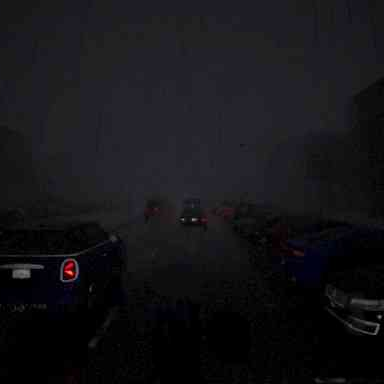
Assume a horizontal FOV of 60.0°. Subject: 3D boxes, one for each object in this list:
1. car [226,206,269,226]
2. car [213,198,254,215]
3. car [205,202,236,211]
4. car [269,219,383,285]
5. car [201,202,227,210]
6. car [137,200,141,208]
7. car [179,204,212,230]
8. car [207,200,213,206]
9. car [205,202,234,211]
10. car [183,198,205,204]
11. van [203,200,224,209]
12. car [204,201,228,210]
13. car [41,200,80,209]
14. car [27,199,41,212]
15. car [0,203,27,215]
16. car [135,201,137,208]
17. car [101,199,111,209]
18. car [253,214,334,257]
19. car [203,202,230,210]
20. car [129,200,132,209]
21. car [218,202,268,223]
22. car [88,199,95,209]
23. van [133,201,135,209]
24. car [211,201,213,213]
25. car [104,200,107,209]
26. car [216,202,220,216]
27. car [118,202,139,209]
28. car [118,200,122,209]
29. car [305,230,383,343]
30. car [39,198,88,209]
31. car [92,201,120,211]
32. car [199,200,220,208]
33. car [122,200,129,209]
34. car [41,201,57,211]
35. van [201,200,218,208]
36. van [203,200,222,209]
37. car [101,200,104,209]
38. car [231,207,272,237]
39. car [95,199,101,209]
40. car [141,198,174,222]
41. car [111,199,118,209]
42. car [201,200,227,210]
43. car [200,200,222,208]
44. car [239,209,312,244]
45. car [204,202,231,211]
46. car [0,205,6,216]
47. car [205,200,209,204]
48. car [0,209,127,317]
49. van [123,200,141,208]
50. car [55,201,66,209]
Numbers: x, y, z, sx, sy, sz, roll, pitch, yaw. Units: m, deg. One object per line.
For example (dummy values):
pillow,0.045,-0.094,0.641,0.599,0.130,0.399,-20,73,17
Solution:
car,4.674,1.740,19.427,4.792,1.488,2.163,0,-1,0
car,4.667,1.774,33.322,4.553,1.767,2.185,0,-1,0
car,4.696,2.451,55.402,5.008,1.535,2.097,0,-2,0
car,4.702,1.572,8.188,5.008,1.535,2.097,0,-1,0
car,4.501,2.906,69.293,5.366,1.575,1.946,0,-2,0
car,-15.810,3.002,80.456,5.566,2.045,2.435,0,-2,0
car,0.091,1.830,23.368,2.033,1.411,5.357,0,-1,0
car,4.692,2.162,44.421,4.674,1.452,2.002,0,-2,0
car,4.696,2.549,58.305,4.892,1.521,2.231,0,-2,0
car,0.087,1.773,40.547,2.150,2.045,5.566,0,-1,0
van,4.803,2.859,74.980,4.442,1.987,1.878,0,-2,0
car,4.718,2.697,66.642,4.553,1.767,2.185,0,-2,0
car,-15.553,1.959,36.362,5.366,1.575,1.946,0,-1,0
car,-15.751,1.708,28.094,4.553,1.767,2.185,0,-1,0
car,-15.743,1.824,25.335,4.792,1.488,2.163,0,-1,0
car,-15.863,3.046,77.695,4.553,1.767,2.185,0,-2,0
car,-15.807,2.256,52.888,4.553,1.767,2.185,0,-2,0
car,4.735,1.635,11.092,4.792,1.488,2.163,0,-1,0
car,4.683,2.732,63.861,5.008,1.535,2.097,0,-2,0
car,-15.999,2.916,69.421,5.366,1.575,1.946,0,-2,0
car,4.887,1.779,24.861,5.366,1.575,1.946,0,-1,0
car,-15.723,1.824,41.875,5.566,2.045,2.435,0,-1,0
van,-15.709,2.863,74.941,4.442,1.987,1.878,0,-2,0
car,4.696,1.985,36.097,4.674,1.452,2.002,0,-1,0
car,-15.799,2.327,50.127,4.792,1.488,2.163,0,-2,0
car,4.707,1.821,27.640,4.892,1.521,2.231,0,-1,0
car,-15.816,3.362,83.204,4.792,1.488,2.163,0,-2,0
car,-15.760,2.311,58.402,5.566,2.045,2.435,0,-2,0
car,4.714,1.541,5.409,4.892,1.521,2.231,0,-1,0
car,-15.717,1.766,39.118,5.566,2.045,2.435,0,-1,0
car,-15.764,2.527,61.154,4.553,1.767,2.185,0,-2,0
car,4.745,3.310,91.647,5.566,2.045,2.435,0,-2,0
car,-15.993,2.828,66.663,5.366,1.575,1.946,0,-2,0
car,-15.721,1.873,30.850,5.008,1.535,2.097,0,-1,0
van,4.592,3.261,88.871,4.442,1.987,1.878,0,-2,0
van,4.806,2.940,77.633,4.442,1.987,1.878,0,-2,0
car,-15.758,2.215,47.377,5.008,1.535,2.097,0,-1,0
car,4.710,1.674,16.650,5.008,1.535,2.097,0,-1,0
car,-15.729,1.893,44.627,5.566,2.045,2.435,0,-1,0
car,-2.910,1.593,29.882,2.150,2.045,5.566,0,-1,0
car,-15.811,2.220,55.646,5.566,2.045,2.435,0,-2,0
car,4.655,2.744,72.083,5.566,2.045,2.435,0,-2,0
car,4.725,3.080,83.314,5.566,2.045,2.435,0,-2,0
car,4.699,1.641,13.870,4.892,1.521,2.231,0,-1,0
car,4.718,2.670,61.082,4.792,1.488,2.163,0,-2,0
car,-15.705,1.795,22.578,4.674,1.452,2.002,0,-1,0
car,4.878,2.271,49.849,5.366,1.575,1.946,0,-2,0
car,-2.903,1.441,7.797,2.097,1.767,4.553,0,-1,0
van,-15.974,3.261,88.728,4.442,1.987,1.878,0,-2,0
car,-15.730,1.956,33.604,4.674,1.452,2.002,0,-1,0
